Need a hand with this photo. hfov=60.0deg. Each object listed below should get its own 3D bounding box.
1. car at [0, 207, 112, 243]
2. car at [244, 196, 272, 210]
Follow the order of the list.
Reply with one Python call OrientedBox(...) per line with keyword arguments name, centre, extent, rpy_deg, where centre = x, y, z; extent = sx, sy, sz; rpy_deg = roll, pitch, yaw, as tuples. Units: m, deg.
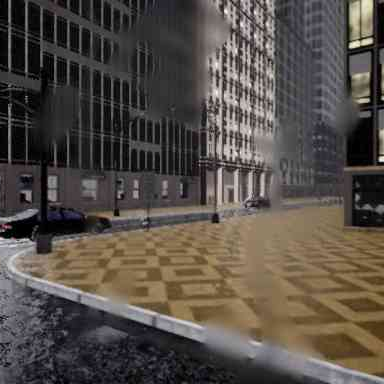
OrientedBox(name="car", centre=(-6.364, 1.413, 15.518), extent=(2.033, 1.411, 5.357), rpy_deg=(0, 0, 37))
OrientedBox(name="car", centre=(7.974, 1.268, 39.908), extent=(2.128, 1.511, 4.902), rpy_deg=(0, 0, 37))
